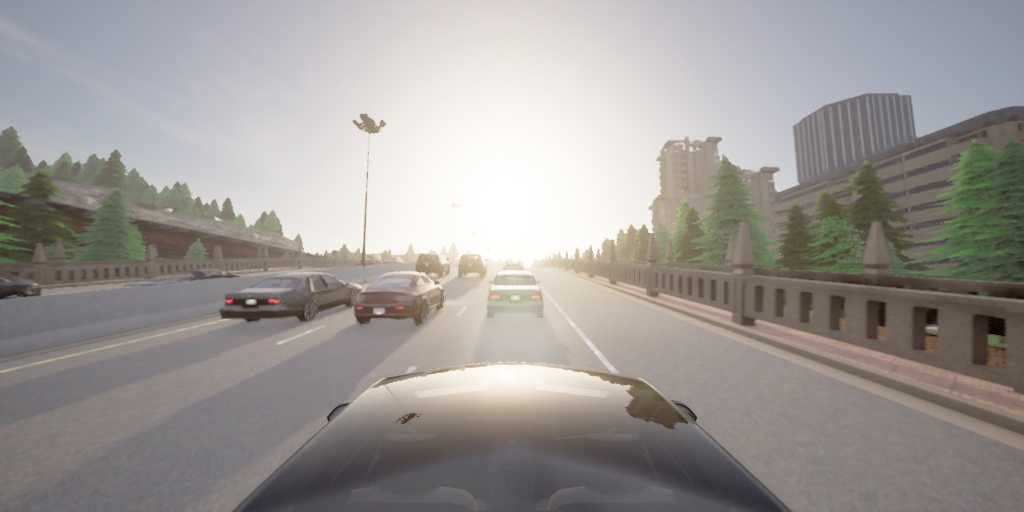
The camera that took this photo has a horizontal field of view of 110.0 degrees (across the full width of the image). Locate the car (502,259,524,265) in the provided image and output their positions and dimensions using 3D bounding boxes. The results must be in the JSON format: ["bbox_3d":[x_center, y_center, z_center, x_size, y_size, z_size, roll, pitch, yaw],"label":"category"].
[{"bbox_3d":[0.091,1.053,32.731,2.128,1.511,4.902,0,0,0],"label":"car"}]

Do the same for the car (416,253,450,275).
[{"bbox_3d":[-6.908,0.789,31.712,2.150,2.045,5.566,0,0,0],"label":"car"}]

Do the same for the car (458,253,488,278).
[{"bbox_3d":[-3.408,0.789,31.731,2.150,2.045,5.566,0,0,0],"label":"car"}]

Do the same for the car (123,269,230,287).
[{"bbox_3d":[-14.103,1.272,15.944,1.895,1.301,4.718,0,0,0],"label":"car"}]

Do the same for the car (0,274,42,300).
[{"bbox_3d":[-17.602,1.211,10.583,1.837,1.490,4.892,0,1,0],"label":"car"}]

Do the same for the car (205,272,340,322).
[{"bbox_3d":[-6.903,1.246,11.993,2.033,1.411,5.357,0,0,0],"label":"car"}]

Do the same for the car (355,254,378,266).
[{"bbox_3d":[-21.078,0.754,52.860,2.150,2.045,5.566,0,-1,0],"label":"car"}]

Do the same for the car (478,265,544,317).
[{"bbox_3d":[0.097,1.241,12.876,2.033,1.411,5.357,0,0,0],"label":"car"}]

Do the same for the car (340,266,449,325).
[{"bbox_3d":[-3.416,1.228,11.498,1.812,1.442,4.674,0,0,0],"label":"car"}]

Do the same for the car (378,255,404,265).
[{"bbox_3d":[-17.581,0.889,52.975,2.097,1.767,4.553,0,-1,0],"label":"car"}]
